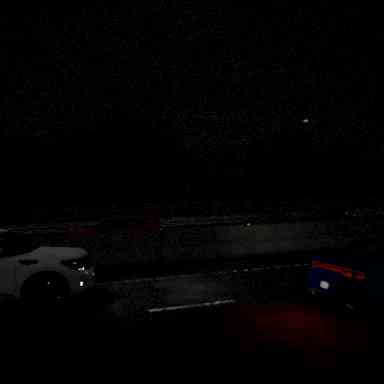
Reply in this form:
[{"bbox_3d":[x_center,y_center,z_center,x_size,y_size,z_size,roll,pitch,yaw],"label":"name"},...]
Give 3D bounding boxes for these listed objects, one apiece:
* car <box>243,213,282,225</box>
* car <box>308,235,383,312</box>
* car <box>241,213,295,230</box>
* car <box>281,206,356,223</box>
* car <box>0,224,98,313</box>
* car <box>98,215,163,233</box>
[{"bbox_3d":[6.988,2.739,29.695,5.008,1.535,1.882,-2,-3,-15],"label":"car"},{"bbox_3d":[5.073,1.669,7.409,5.008,1.535,1.882,-2,-3,-15],"label":"car"},{"bbox_3d":[7.622,2.935,33.470,4.892,1.490,1.837,-2,-3,-15],"label":"car"},{"bbox_3d":[10.588,2.195,27.044,5.566,2.045,2.150,-1,-3,-15],"label":"car"},{"bbox_3d":[-5.351,1.896,8.278,5.566,2.045,2.150,-2,-3,-15],"label":"car"},{"bbox_3d":[-4.439,2.436,19.461,5.566,2.045,2.150,-2,-3,-15],"label":"car"}]
